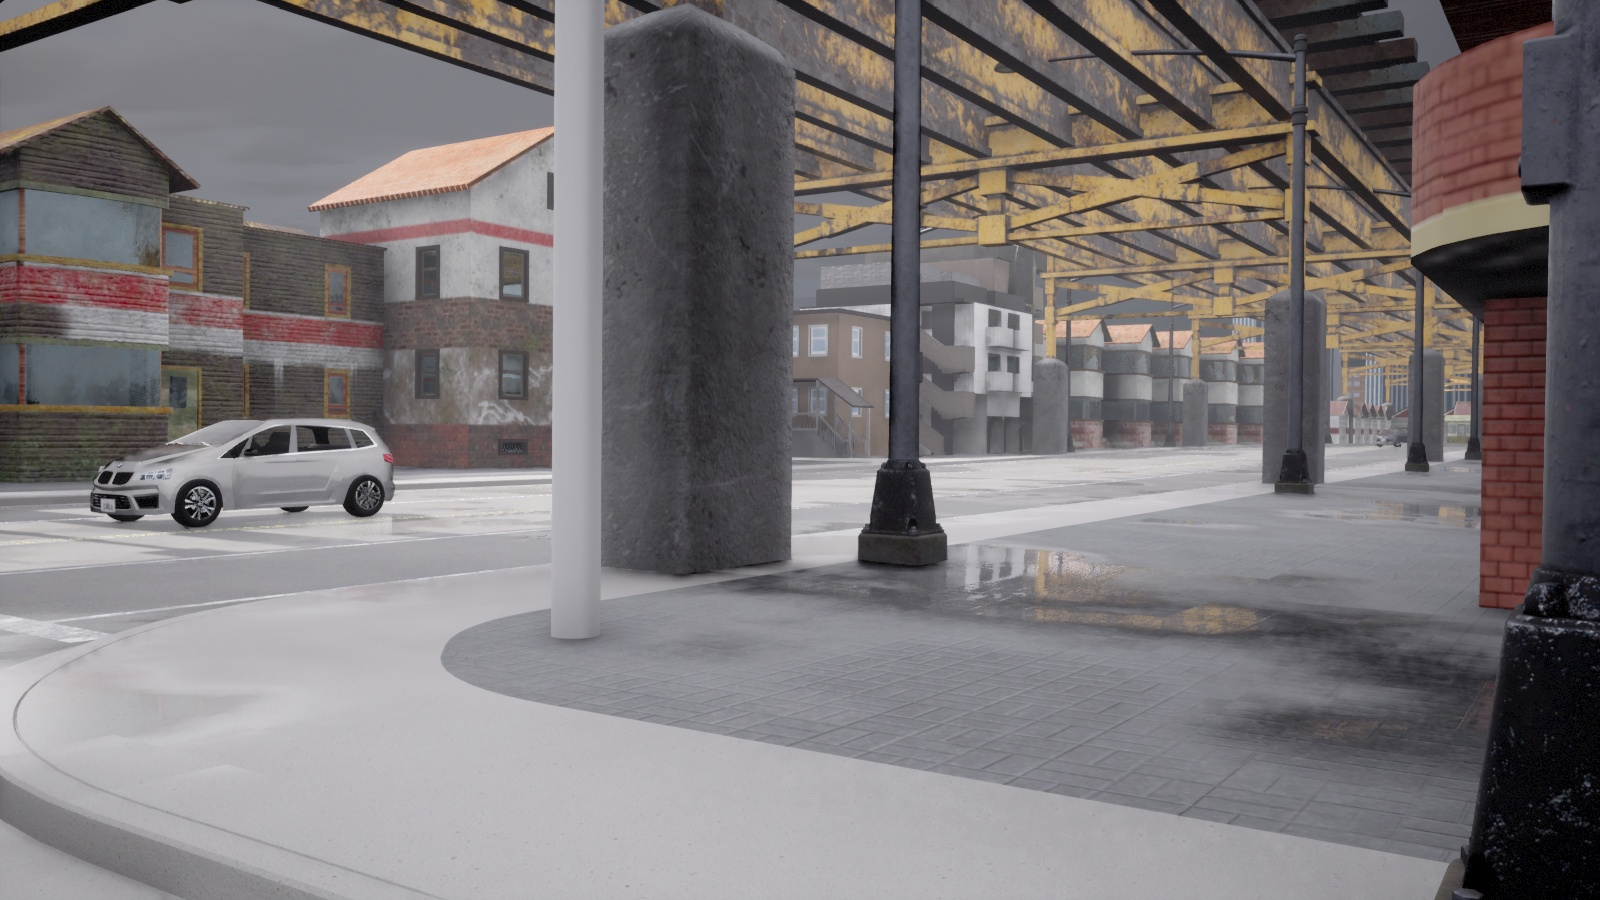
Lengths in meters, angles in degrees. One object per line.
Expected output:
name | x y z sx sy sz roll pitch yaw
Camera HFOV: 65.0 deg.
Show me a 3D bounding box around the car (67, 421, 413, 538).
car | -8.884 0.379 20.320 2.242 1.667 4.611 0 1 34
